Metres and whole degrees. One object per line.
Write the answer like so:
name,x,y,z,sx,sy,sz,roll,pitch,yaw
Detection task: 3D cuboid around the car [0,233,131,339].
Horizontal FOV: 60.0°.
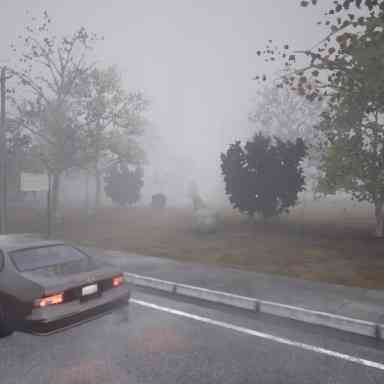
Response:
car,-3.614,1.547,6.558,5.357,1.411,2.033,0,0,35
